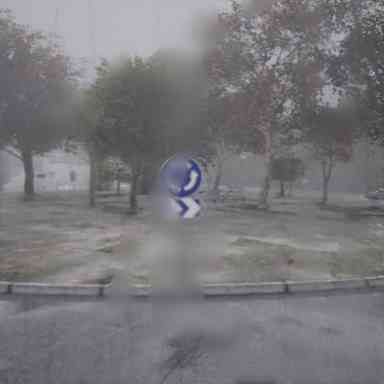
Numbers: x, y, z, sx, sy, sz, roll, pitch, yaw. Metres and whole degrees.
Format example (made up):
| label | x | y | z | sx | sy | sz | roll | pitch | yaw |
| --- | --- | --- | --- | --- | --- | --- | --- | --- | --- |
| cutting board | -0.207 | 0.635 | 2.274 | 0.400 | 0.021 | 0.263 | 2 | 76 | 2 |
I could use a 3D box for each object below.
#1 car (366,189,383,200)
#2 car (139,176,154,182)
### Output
| label | x | y | z | sx | sy | sz | roll | pitch | yaw |
| --- | --- | --- | --- | --- | --- | --- | --- | --- | --- |
| car | 21.731 | 0.320 | 37.435 | 1.994 | 1.385 | 4.181 | -2 | 3 | -17 |
| car | -11.223 | -3.014 | 78.259 | 4.892 | 1.521 | 2.231 | -4 | 8 | -43 |
